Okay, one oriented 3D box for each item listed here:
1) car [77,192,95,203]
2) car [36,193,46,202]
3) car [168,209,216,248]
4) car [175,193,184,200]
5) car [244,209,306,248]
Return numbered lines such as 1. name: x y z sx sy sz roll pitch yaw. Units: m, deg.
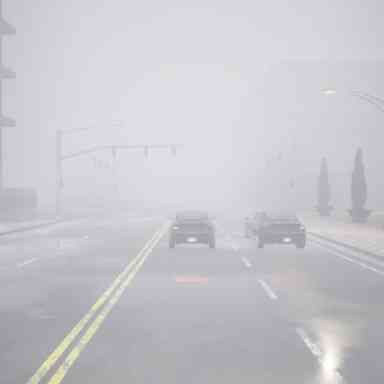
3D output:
1. car: -26.710 1.394 83.848 1.970 1.475 3.806 0 0 0
2. car: -32.532 1.393 68.766 1.970 1.475 3.806 0 0 0
3. car: 0.000 1.515 14.650 1.837 1.490 4.892 0 0 0
4. car: -3.500 1.221 91.124 2.150 2.045 5.566 0 0 0
5. car: 3.500 1.515 14.650 1.837 1.490 4.892 0 0 0
